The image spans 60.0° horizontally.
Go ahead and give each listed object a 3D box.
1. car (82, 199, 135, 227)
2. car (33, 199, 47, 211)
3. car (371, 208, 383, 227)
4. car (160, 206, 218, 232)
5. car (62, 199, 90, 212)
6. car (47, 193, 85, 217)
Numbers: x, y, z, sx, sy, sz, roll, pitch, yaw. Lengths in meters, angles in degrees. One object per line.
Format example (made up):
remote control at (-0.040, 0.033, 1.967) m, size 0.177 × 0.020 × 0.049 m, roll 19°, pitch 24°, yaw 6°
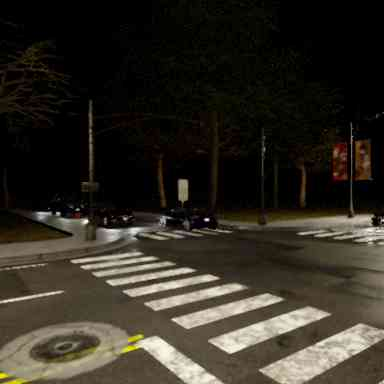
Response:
car at (-5.611, 1.453, 22.726) m, size 1.837 × 1.490 × 4.892 m, roll 0°, pitch 0°, yaw -37°
car at (-17.349, 1.529, 39.242) m, size 1.895 × 1.301 × 4.718 m, roll 0°, pitch 0°, yaw -36°
car at (13.311, 1.427, 21.176) m, size 4.892 × 1.490 × 1.837 m, roll 0°, pitch 0°, yaw -36°
car at (-0.268, 1.513, 20.142) m, size 1.994 × 1.385 × 4.181 m, roll 0°, pitch 0°, yaw -33°
car at (-13.817, 1.524, 39.347) m, size 1.895 × 1.301 × 4.718 m, roll 0°, pitch 0°, yaw -35°
car at (-11.431, 1.158, 30.913) m, size 2.150 × 2.045 × 5.566 m, roll 0°, pitch 0°, yaw -36°
